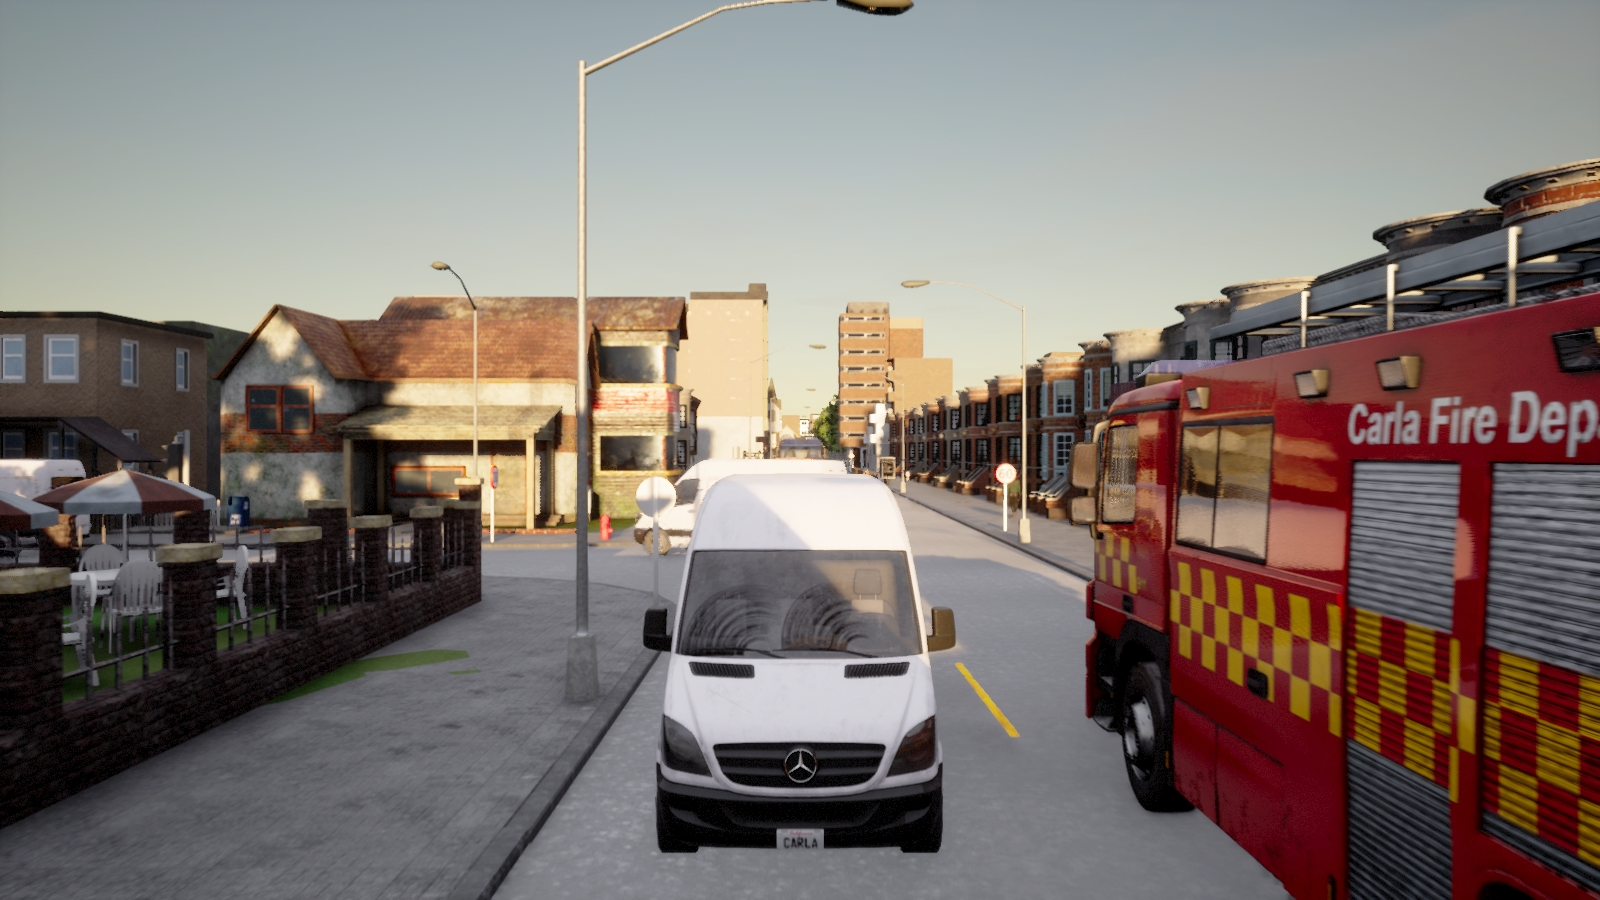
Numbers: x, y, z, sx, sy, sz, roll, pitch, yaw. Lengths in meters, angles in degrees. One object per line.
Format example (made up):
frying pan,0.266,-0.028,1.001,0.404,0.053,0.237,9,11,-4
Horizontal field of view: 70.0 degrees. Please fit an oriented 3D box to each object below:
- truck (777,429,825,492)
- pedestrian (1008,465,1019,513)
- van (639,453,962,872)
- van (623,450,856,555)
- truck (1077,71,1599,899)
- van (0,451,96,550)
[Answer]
truck,0.039,0.668,73.666,2.891,3.827,8.468,0,0,0
pedestrian,8.432,1.525,45.090,0.375,1.860,0.375,0,0,21
van,0.003,1.314,9.987,1.988,2.561,5.915,0,0,0
van,-1.636,1.314,30.109,5.915,2.561,1.988,0,-1,27
truck,4.047,0.670,6.368,2.891,3.827,8.468,0,0,0
van,-22.531,1.314,30.761,5.915,2.561,1.988,0,0,0
